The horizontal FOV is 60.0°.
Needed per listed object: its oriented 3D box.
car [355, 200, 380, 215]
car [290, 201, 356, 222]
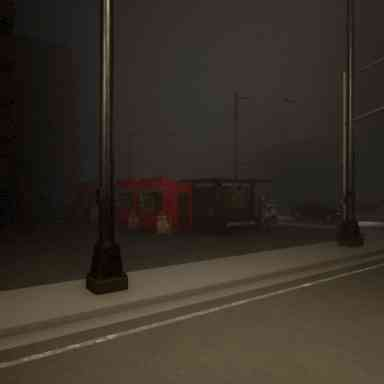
[{"bbox_3d":[17.603,1.634,35.930,2.128,1.511,4.902,0,-1,-36],"label":"car"},{"bbox_3d":[10.466,1.612,27.557,1.837,1.490,4.892,0,-1,-36],"label":"car"}]
